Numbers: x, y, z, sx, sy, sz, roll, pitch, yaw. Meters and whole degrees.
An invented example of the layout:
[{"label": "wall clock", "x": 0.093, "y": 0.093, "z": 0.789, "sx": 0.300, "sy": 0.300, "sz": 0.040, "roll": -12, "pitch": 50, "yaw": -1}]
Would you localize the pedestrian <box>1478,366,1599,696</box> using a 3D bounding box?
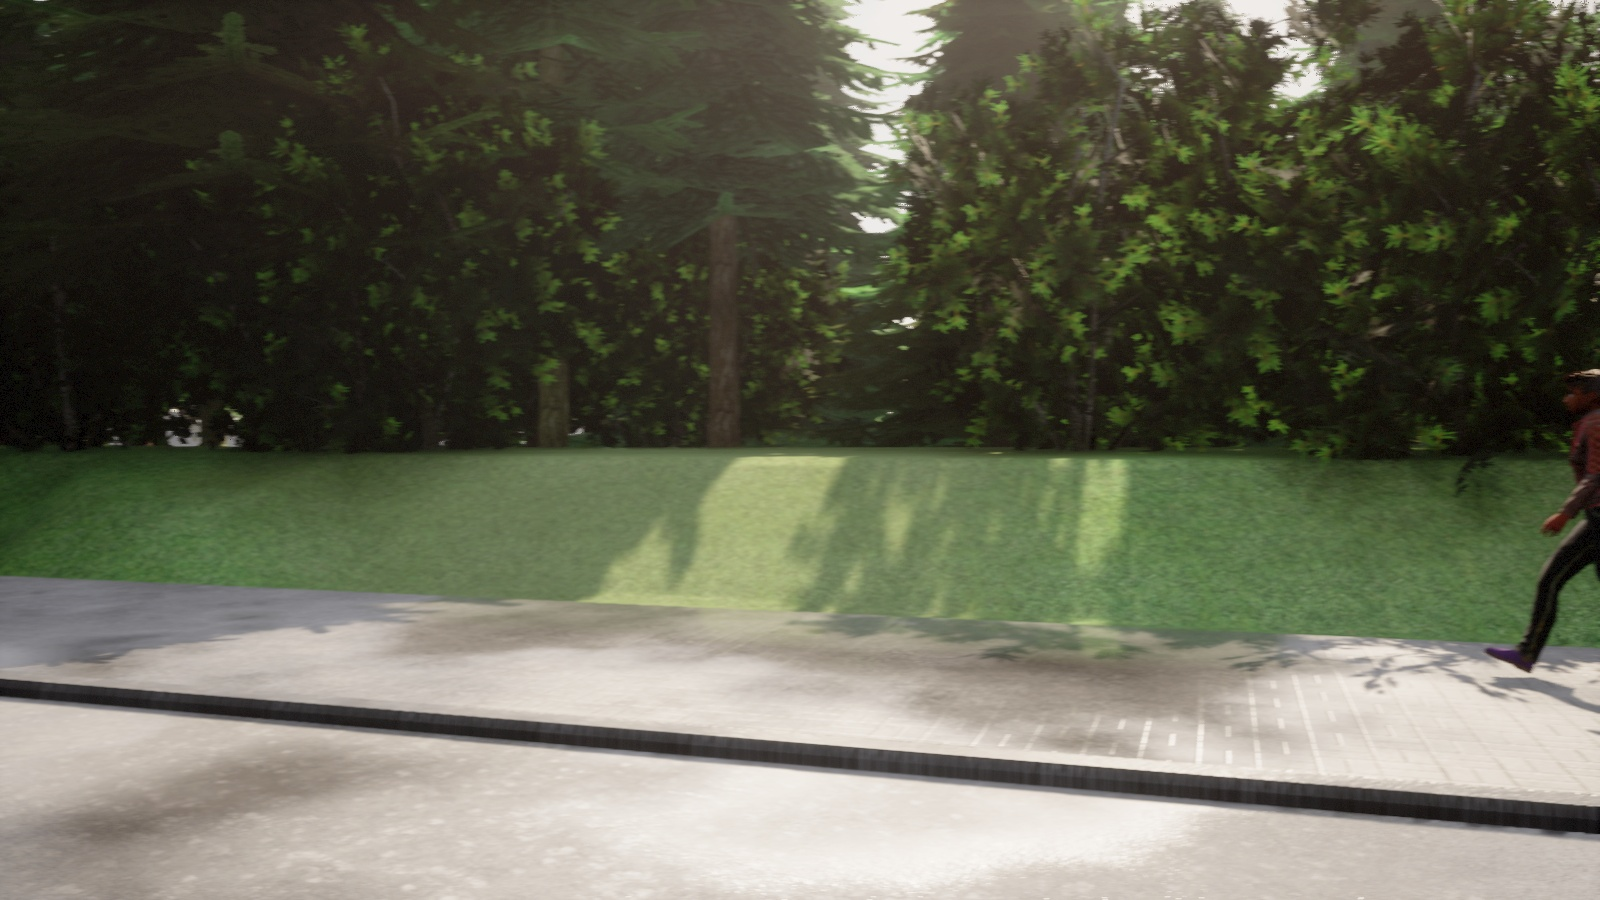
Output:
[{"label": "pedestrian", "x": 4.330, "y": 0.439, "z": 7.079, "sx": 0.869, "sy": 1.805, "sz": 0.328, "roll": 1, "pitch": 1, "yaw": 29}]
